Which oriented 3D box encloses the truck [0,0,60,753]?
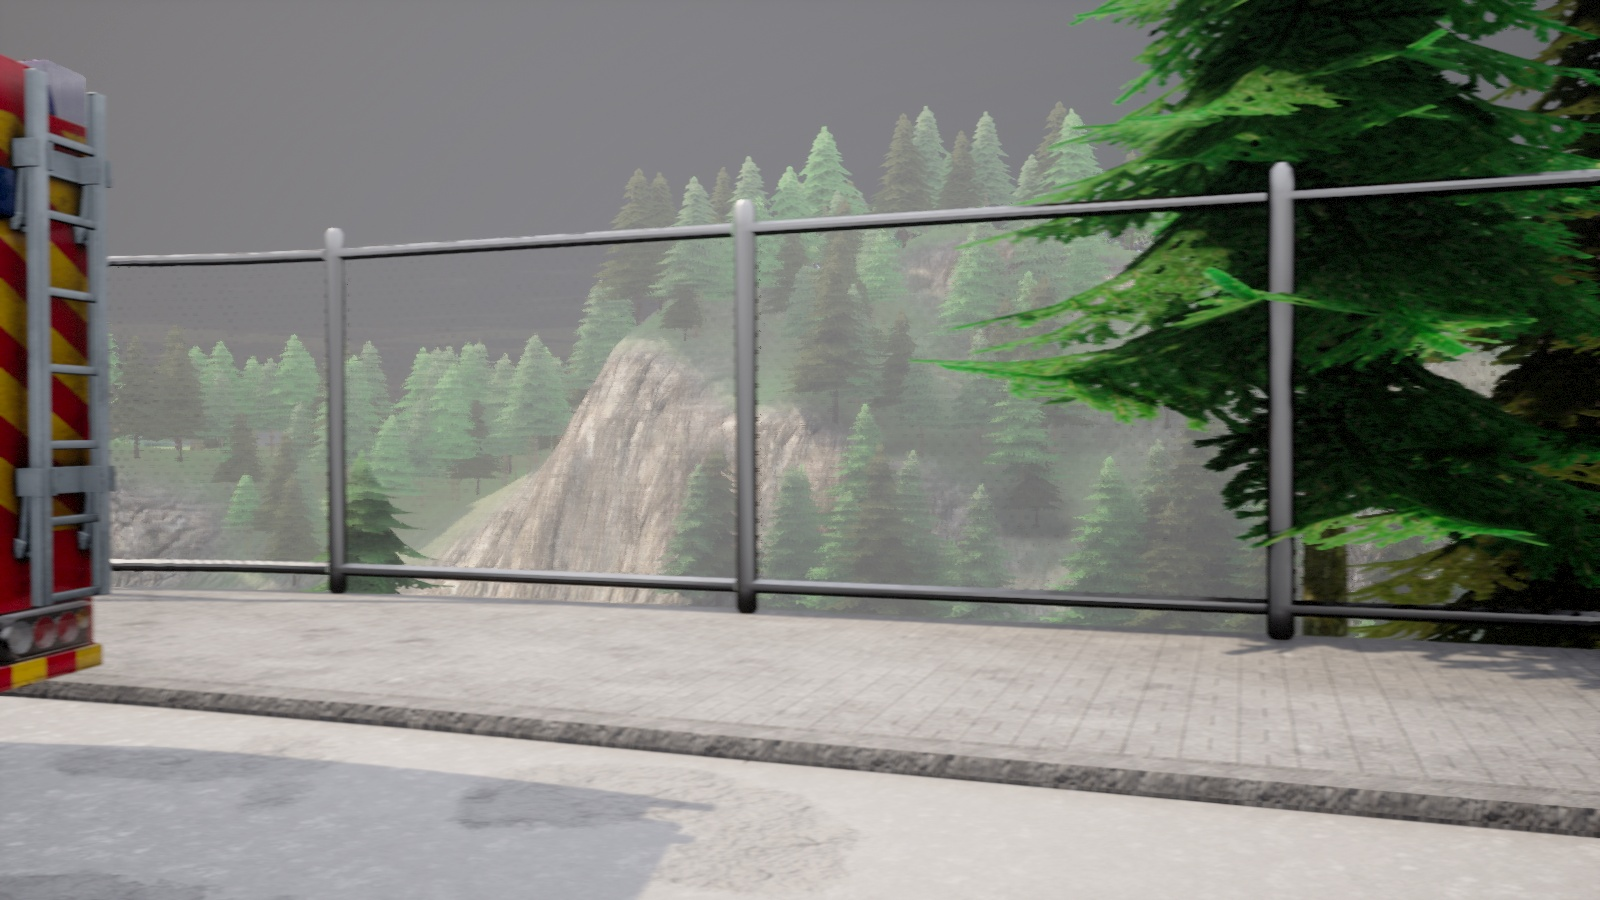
[{"bbox_3d":[-8.189,-0.456,5.512,8.468,3.827,2.891,0,1,7],"label":"truck"}]
